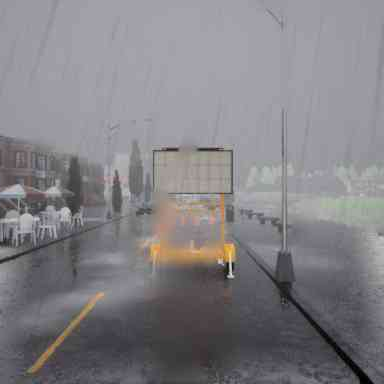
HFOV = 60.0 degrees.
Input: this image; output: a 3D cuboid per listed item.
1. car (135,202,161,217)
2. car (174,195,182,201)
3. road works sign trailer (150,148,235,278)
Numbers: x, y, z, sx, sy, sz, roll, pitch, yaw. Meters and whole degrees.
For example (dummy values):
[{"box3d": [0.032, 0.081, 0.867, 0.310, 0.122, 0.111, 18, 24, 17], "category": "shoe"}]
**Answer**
[{"box3d": [-4.029, 1.601, 31.012, 1.895, 1.301, 4.718, 0, 0, 0], "category": "car"}, {"box3d": [-3.792, 1.492, 89.165, 2.128, 1.511, 4.902, 0, 0, 0], "category": "car"}, {"box3d": [0.024, 0.464, 10.141, 2.380, 3.560, 2.880, 0, 0, 0], "category": "road works sign trailer"}]
